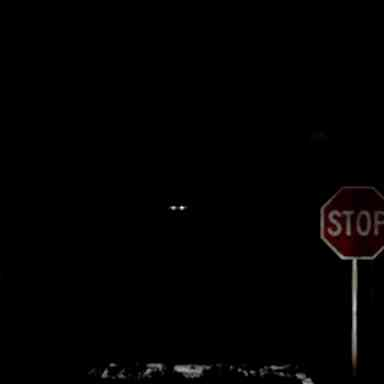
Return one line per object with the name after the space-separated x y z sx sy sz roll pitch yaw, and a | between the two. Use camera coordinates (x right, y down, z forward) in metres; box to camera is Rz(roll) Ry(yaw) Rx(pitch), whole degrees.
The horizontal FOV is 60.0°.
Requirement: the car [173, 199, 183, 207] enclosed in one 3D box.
-2.648 2.062 64.920 1.882 1.535 5.008 0 -1 0 | car
